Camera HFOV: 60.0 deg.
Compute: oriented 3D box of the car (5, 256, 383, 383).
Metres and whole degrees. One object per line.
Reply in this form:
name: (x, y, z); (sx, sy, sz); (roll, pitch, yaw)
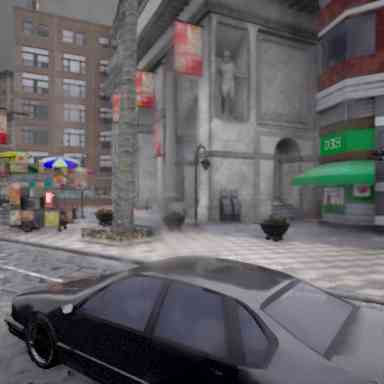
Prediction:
car: (-0.040, 1.530, 3.930); (5.357, 1.411, 2.033); (0, 0, 35)
